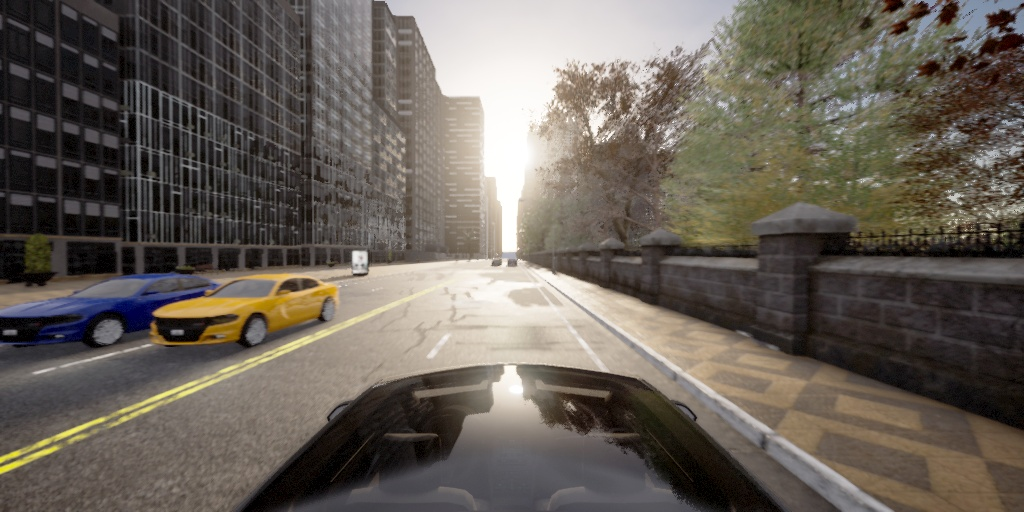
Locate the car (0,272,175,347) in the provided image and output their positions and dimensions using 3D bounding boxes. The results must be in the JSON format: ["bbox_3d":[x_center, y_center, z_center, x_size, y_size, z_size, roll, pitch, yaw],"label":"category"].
[{"bbox_3d":[-9.778,1.227,9.503,1.882,1.535,5.008,0,0,0],"label":"car"}]

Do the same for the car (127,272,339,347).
[{"bbox_3d":[-6.528,1.227,9.512,1.882,1.535,5.008,0,0,1],"label":"car"}]
